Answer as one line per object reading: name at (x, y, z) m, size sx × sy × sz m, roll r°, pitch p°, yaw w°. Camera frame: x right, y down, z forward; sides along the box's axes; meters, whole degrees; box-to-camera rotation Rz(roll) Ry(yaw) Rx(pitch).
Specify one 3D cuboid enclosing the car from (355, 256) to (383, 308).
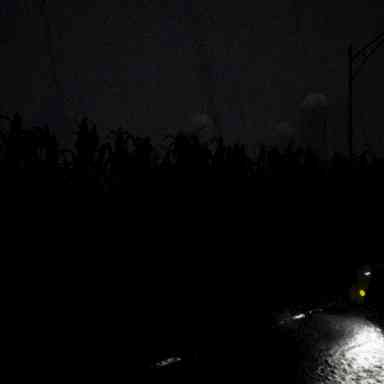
car at (5.195, 1.568, 6.757) m, size 4.181 × 1.385 × 1.994 m, roll 0°, pitch 0°, yaw -35°
